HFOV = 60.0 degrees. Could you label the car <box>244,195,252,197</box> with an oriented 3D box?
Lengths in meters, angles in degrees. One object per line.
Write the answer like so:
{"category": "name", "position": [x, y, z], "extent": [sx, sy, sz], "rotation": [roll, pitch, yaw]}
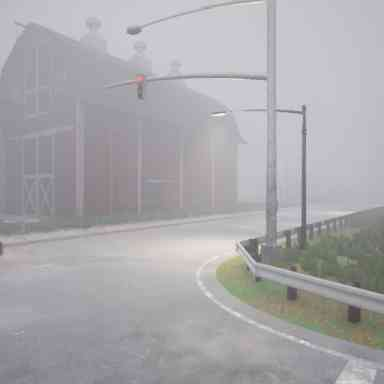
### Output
{"category": "car", "position": [14.842, 1.536, 87.670], "extent": [1.784, 1.438, 3.905], "rotation": [0, 0, 36]}

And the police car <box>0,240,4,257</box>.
{"category": "police car", "position": [-7.862, 1.526, 8.666], "extent": [2.038, 1.542, 4.974], "rotation": [0, 0, 37]}
